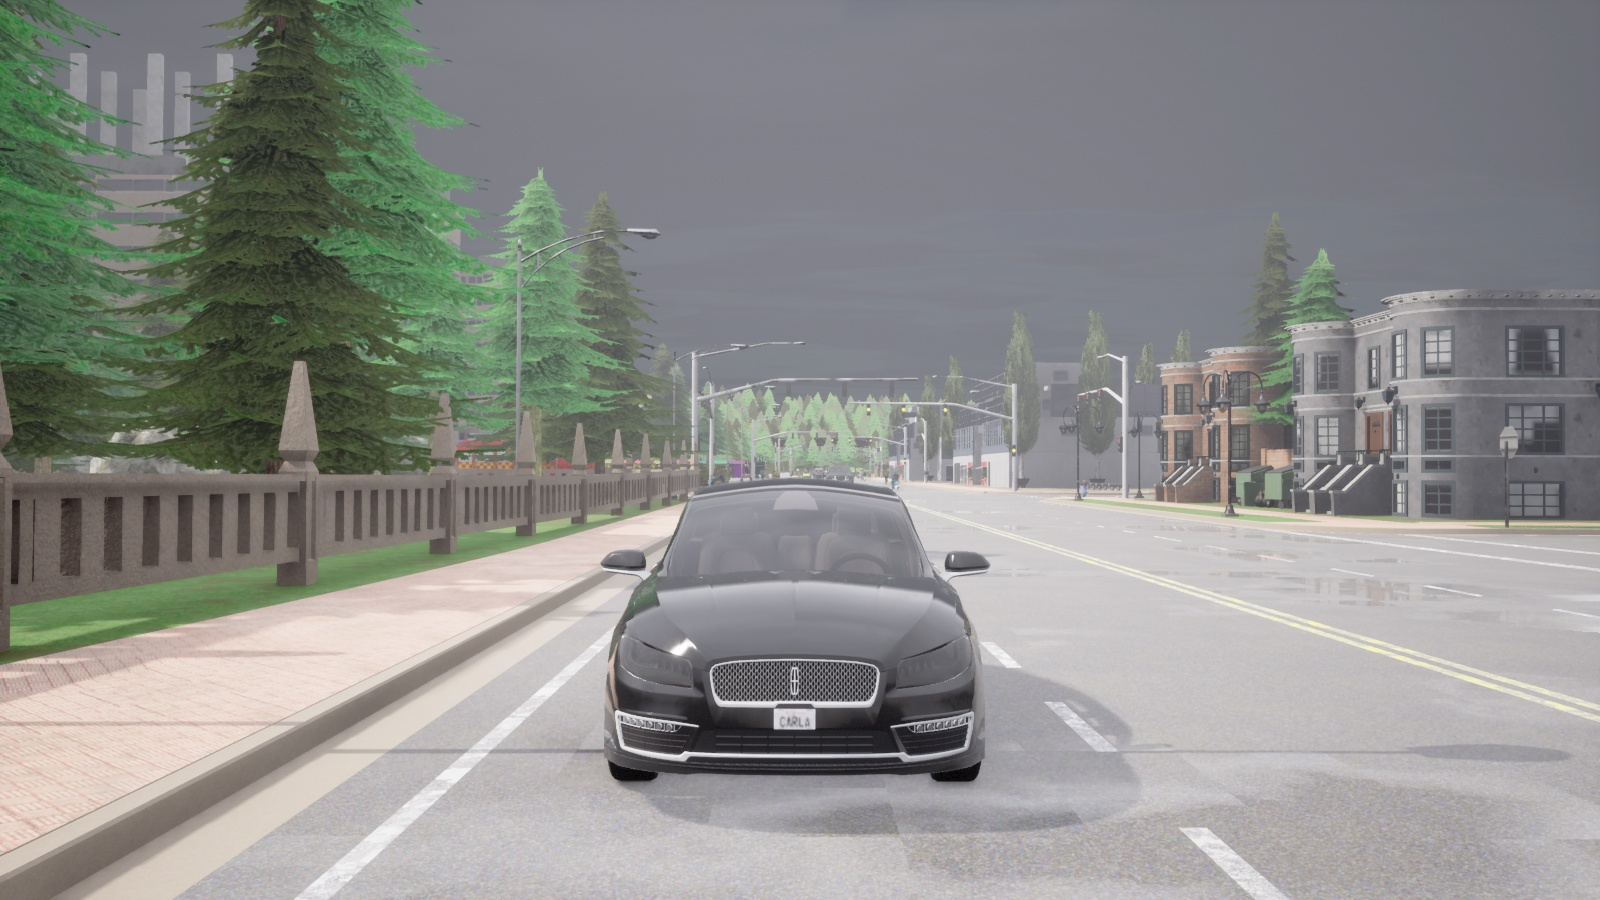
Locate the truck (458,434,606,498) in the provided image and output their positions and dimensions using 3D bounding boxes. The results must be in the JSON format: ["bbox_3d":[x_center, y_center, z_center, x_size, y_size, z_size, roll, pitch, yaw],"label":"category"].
[{"bbox_3d":[-16.340,1.006,77.079,8.468,3.827,2.891,0,-1,0],"label":"truck"}]

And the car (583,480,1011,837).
[{"bbox_3d":[-0.021,0.951,7.847,1.837,1.490,4.892,0,-1,0],"label":"car"}]
